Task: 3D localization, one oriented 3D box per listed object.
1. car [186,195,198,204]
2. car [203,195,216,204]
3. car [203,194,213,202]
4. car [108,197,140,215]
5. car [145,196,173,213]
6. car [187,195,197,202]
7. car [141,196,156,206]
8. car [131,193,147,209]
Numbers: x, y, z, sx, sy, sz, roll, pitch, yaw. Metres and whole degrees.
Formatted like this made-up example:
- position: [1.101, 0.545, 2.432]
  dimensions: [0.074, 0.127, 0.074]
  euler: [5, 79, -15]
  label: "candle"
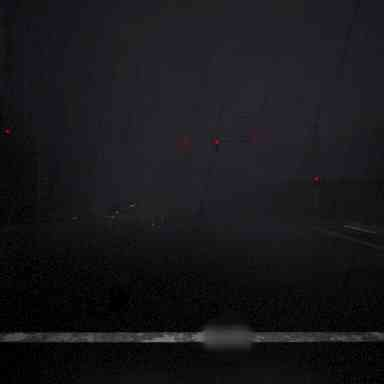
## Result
- position: [-0.010, 1.504, 63.678]
  dimensions: [1.837, 1.490, 4.892]
  euler: [0, 0, 0]
  label: "car"
- position: [3.595, 1.546, 64.145]
  dimensions: [2.033, 1.411, 5.357]
  euler: [0, 0, 0]
  label: "car"
- position: [3.491, 1.354, 74.367]
  dimensions: [2.097, 1.767, 4.553]
  euler: [0, 0, 0]
  label: "car"
- position: [-7.105, 1.547, 34.172]
  dimensions: [2.033, 1.411, 5.357]
  euler: [0, 0, 0]
  label: "car"
- position: [-3.604, 1.491, 37.608]
  dimensions: [2.128, 1.511, 4.902]
  euler: [0, 0, 0]
  label: "car"
- position: [-0.011, 1.412, 73.788]
  dimensions: [1.994, 1.385, 4.181]
  euler: [0, 0, 0]
  label: "car"
- position: [-7.098, 1.504, 54.753]
  dimensions: [1.837, 1.490, 4.892]
  euler: [0, 0, 0]
  label: "car"
- position: [-7.107, 1.221, 44.360]
  dimensions: [2.150, 2.045, 5.566]
  euler: [0, 0, 0]
  label: "car"
